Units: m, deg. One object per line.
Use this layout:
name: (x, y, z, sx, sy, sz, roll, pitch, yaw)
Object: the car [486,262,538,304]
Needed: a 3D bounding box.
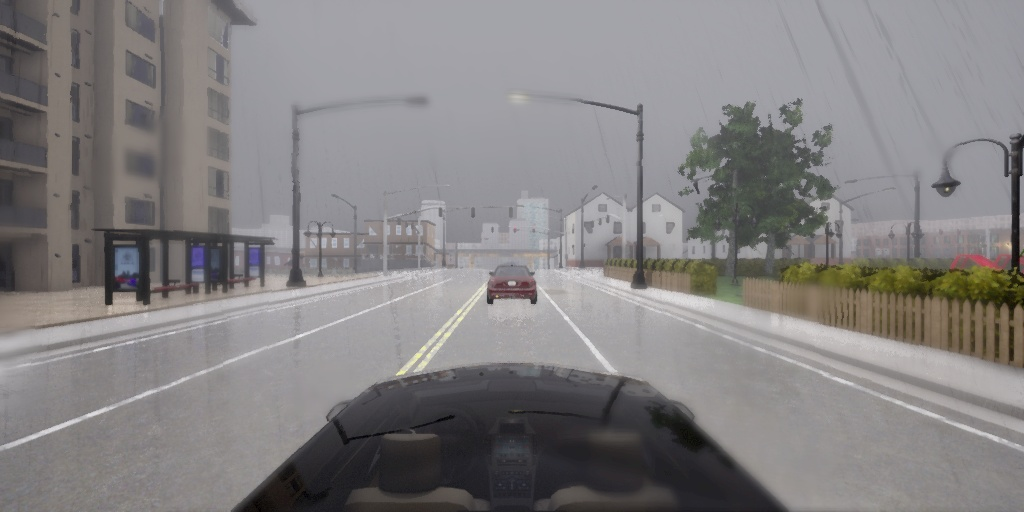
car: (0.000, 1.115, 16.470, 2.097, 1.767, 4.553, 0, 0, 0)
